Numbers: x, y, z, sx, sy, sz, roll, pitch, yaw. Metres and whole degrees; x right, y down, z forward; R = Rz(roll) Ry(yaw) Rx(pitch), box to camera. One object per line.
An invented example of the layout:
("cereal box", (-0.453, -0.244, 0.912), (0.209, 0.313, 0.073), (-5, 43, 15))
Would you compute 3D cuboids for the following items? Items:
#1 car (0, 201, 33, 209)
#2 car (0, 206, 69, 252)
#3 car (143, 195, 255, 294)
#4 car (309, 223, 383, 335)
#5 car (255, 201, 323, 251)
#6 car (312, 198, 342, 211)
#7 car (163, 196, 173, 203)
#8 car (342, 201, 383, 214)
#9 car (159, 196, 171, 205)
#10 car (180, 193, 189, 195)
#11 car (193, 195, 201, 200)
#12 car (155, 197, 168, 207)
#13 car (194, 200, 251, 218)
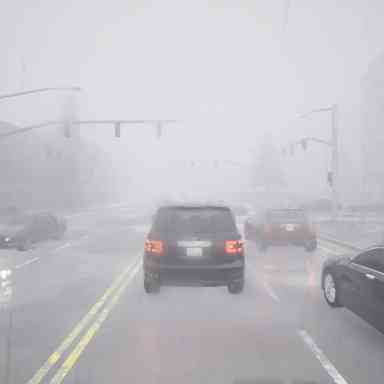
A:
("car", (-15.516, 1.491, 28.838), (4.902, 1.511, 2.128), (0, 0, -1))
("car", (-7.077, 1.547, 14.189), (2.033, 1.411, 5.357), (0, 0, 1))
("car", (0.053, 1.221, 8.960), (2.150, 2.045, 5.566), (0, 0, 0))
("car", (3.607, 1.505, 5.057), (1.837, 1.490, 4.892), (0, 0, 0))
("car", (3.535, 1.352, 14.138), (2.097, 1.767, 4.553), (0, 0, 0))
("car", (14.435, 1.505, 37.539), (4.892, 1.490, 1.837), (0, 0, -2))
("car", (-5.079, 1.553, 71.188), (1.994, 1.385, 4.181), (0, 0, -1))
("car", (18.485, 1.601, 34.147), (4.718, 1.301, 1.895), (0, 0, -2))
("car", (-4.904, 1.478, 61.307), (1.882, 1.535, 5.008), (0, 0, -1))
("car", (-1.795, 1.496, 80.194), (1.837, 1.490, 4.892), (0, 0, -1))
("car", (1.461, 1.553, 90.341), (1.994, 1.385, 4.181), (0, 0, -1))
("car", (-4.704, 1.526, 51.917), (1.812, 1.442, 4.674), (0, 0, -1))
("car", (2.661, 1.491, 29.856), (4.902, 1.511, 2.128), (0, 0, -3))
